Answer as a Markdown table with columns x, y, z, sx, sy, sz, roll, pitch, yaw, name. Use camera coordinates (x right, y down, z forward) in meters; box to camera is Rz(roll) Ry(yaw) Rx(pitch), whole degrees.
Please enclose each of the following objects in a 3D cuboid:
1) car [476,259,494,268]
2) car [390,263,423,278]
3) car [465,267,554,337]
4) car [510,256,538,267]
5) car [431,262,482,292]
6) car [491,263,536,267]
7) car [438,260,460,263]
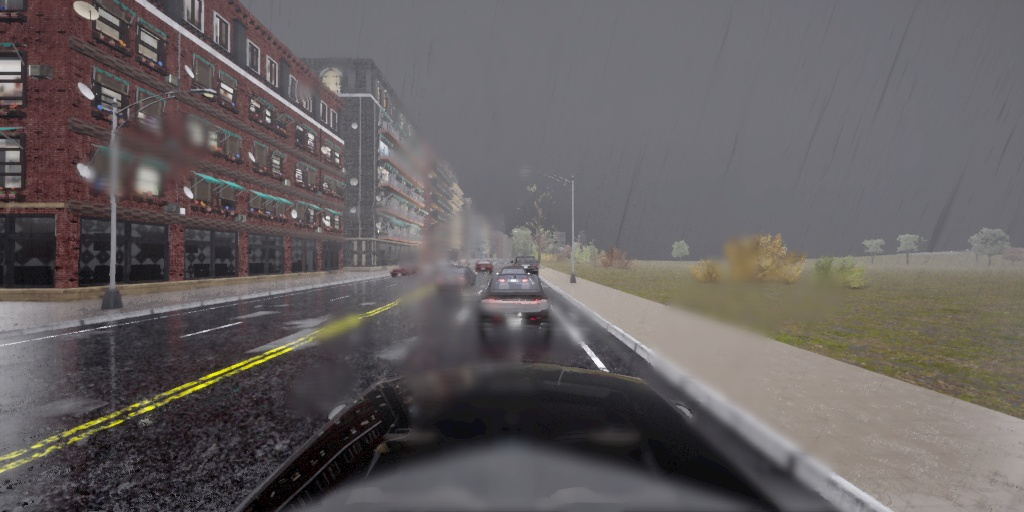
| x | y | z | sx | sy | sz | roll | pitch | yaw | name |
| --- | --- | --- | --- | --- | --- | --- | --- | --- | --- |
| -3.227 | 1.232 | 42.597 | 1.882 | 1.535 | 5.008 | 0 | 0 | 0 | car |
| -9.911 | 1.355 | 33.800 | 1.895 | 1.301 | 4.718 | 0 | 0 | 0 | car |
| 0.085 | 1.243 | 10.300 | 2.128 | 1.511 | 4.902 | 0 | 0 | 0 | car |
| 1.082 | 0.979 | 30.952 | 2.150 | 2.045 | 5.566 | 0 | 0 | 0 | car |
| -3.187 | 1.301 | 21.337 | 2.033 | 1.411 | 5.357 | 0 | 0 | 0 | car |
| 0.068 | 1.301 | 20.740 | 2.033 | 1.411 | 5.357 | 0 | 0 | 0 | car |
| -6.677 | 1.280 | 35.535 | 1.812 | 1.442 | 4.674 | 0 | 0 | 0 | car |
